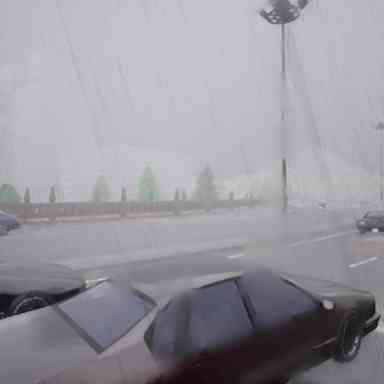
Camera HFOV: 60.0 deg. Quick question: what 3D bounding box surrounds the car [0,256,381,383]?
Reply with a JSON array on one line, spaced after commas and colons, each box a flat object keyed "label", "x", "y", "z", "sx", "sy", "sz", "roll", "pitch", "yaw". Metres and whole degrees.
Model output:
[{"label": "car", "x": 0.258, "y": 1.563, "z": 4.107, "sx": 5.357, "sy": 1.411, "sz": 2.033, "roll": 0, "pitch": 0, "yaw": -37}]

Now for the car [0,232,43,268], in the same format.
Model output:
[{"label": "car", "x": -4.391, "y": 1.574, "z": 5.003, "sx": 5.357, "sy": 1.411, "sz": 2.033, "roll": 0, "pitch": 0, "yaw": -36}]

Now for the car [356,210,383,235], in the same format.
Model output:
[{"label": "car", "x": 10.825, "y": 1.662, "z": 18.550, "sx": 1.895, "sy": 1.301, "sz": 4.718, "roll": 0, "pitch": 0, "yaw": 43}]

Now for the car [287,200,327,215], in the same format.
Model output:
[{"label": "car", "x": 9.913, "y": 1.649, "z": 28.582, "sx": 1.812, "sy": 1.442, "sz": 4.674, "roll": 0, "pitch": 0, "yaw": 38}]

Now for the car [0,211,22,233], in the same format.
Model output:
[{"label": "car", "x": -11.533, "y": 1.610, "z": 17.391, "sx": 4.674, "sy": 1.442, "sz": 1.812, "roll": 0, "pitch": 0, "yaw": -37}]

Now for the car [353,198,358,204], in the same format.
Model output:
[{"label": "car", "x": 39.031, "y": 2.060, "z": 77.677, "sx": 1.837, "sy": 1.490, "sz": 4.892, "roll": 0, "pitch": -2, "yaw": 34}]

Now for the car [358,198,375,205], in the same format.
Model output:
[{"label": "car", "x": 32.815, "y": 1.814, "z": 62.029, "sx": 1.994, "sy": 1.385, "sz": 4.181, "roll": 0, "pitch": 0, "yaw": 34}]

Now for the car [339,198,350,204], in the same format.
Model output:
[{"label": "car", "x": 37.594, "y": 2.255, "z": 81.832, "sx": 1.994, "sy": 1.385, "sz": 4.181, "roll": 0, "pitch": -3, "yaw": 34}]
